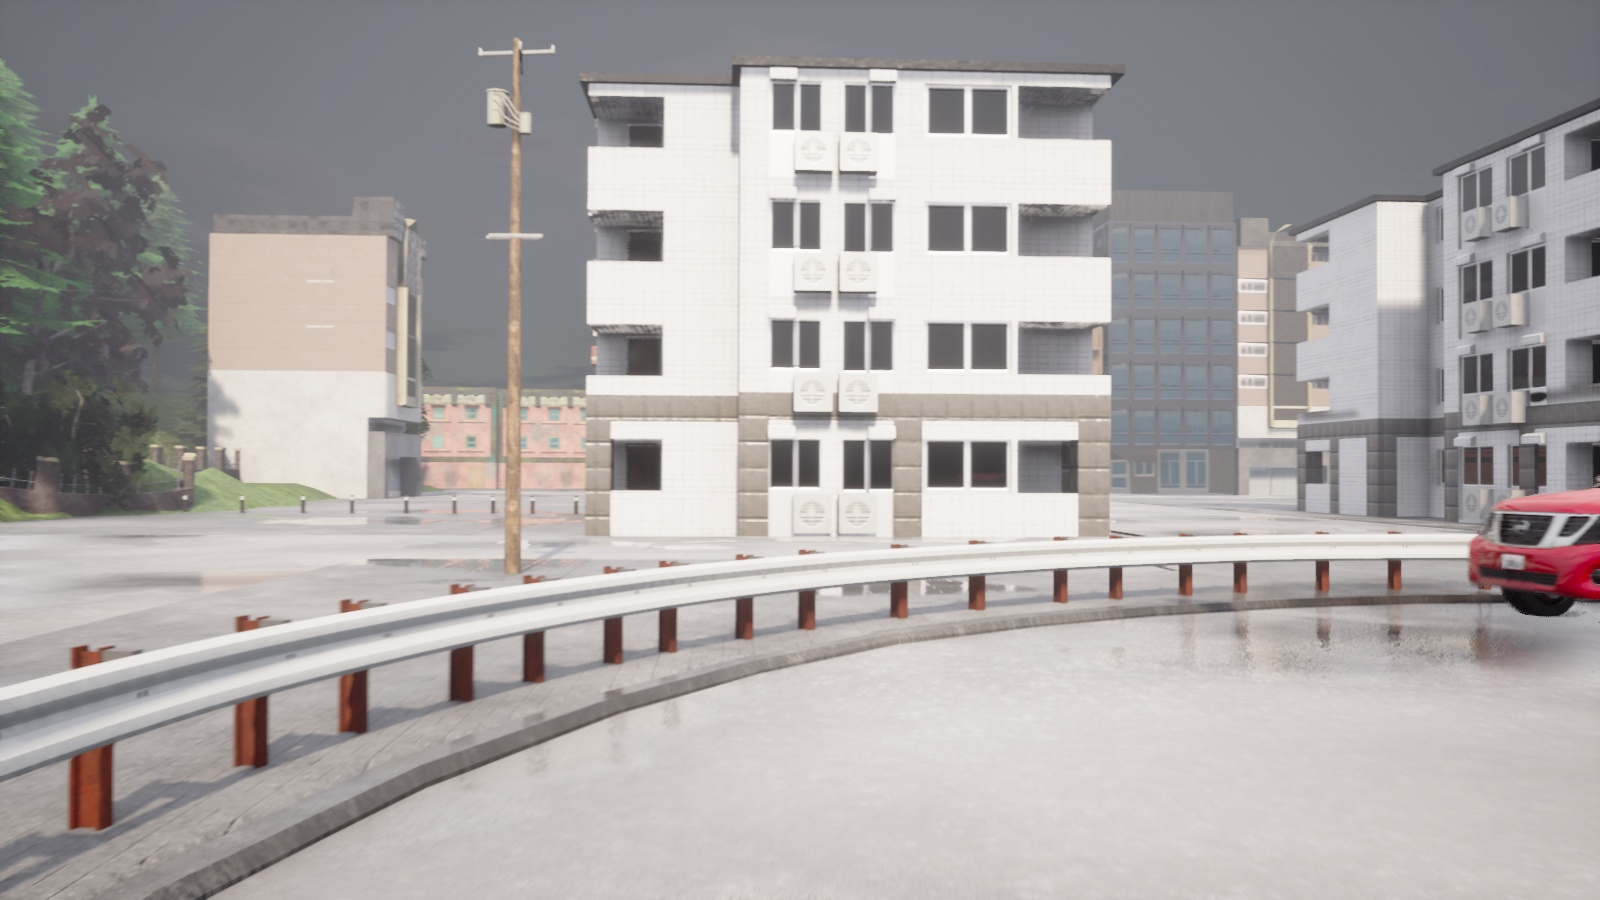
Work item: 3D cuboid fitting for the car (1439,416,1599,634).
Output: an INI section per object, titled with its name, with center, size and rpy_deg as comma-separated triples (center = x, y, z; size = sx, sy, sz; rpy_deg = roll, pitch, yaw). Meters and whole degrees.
[car]
center = 9.989, 0.721, 13.203
size = 5.566, 2.045, 2.150
rpy_deg = 0, -1, -7
